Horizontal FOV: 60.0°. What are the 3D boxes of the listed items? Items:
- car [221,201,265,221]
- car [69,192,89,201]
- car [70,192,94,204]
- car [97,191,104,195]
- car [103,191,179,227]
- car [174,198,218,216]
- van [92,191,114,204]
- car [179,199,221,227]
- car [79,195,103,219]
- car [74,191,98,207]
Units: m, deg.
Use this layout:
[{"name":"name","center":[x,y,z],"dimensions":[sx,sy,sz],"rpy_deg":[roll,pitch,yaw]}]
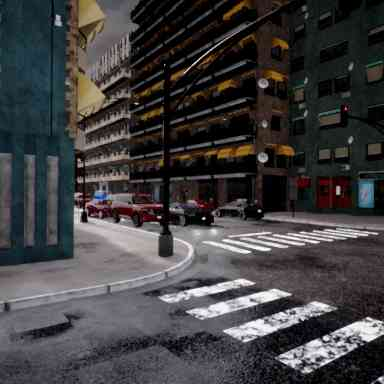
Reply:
[{"name":"car","center":[3.550,1.353,25.154],"dimensions":[1.947,1.339,4.313],"rpy_deg":[2,0,-36]},{"name":"car","center":[-19.288,0.768,56.758],"dimensions":[1.887,1.381,4.507],"rpy_deg":[2,0,-36]},{"name":"car","center":[-15.642,0.823,47.189],"dimensions":[1.882,1.535,5.008],"rpy_deg":[1,0,-36]},{"name":"car","center":[-6.055,0.971,28.548],"dimensions":[2.097,1.767,4.553],"rpy_deg":[1,0,-36]},{"name":"car","center":[-3.258,1.033,20.278],"dimensions":[2.192,1.841,5.009],"rpy_deg":[2,0,-36]},{"name":"car","center":[0.287,1.288,29.669],"dimensions":[1.802,1.307,4.206],"rpy_deg":[2,0,-36]},{"name":"van","center":[-12.759,0.726,47.729],"dimensions":[1.690,1.788,3.998],"rpy_deg":[2,0,-36]},{"name":"car","center":[-0.478,1.320,20.821],"dimensions":[1.994,1.385,4.181],"rpy_deg":[1,0,-36]},{"name":"car","center":[-6.527,1.182,24.792],"dimensions":[1.887,1.381,4.507],"rpy_deg":[2,0,-36]},{"name":"car","center":[-12.081,0.948,36.901],"dimensions":[1.882,1.535,5.008],"rpy_deg":[1,1,-36]}]
